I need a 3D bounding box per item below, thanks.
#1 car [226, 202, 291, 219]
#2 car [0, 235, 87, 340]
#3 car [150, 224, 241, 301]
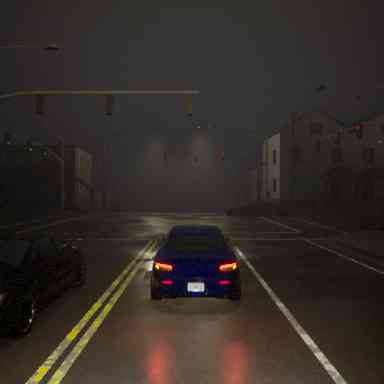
[{"bbox_3d":[5.705,1.549,28.635,5.357,1.411,2.033,0,0,15],"label":"car"},{"bbox_3d":[-3.566,1.563,6.449,1.994,1.385,4.181,0,0,0],"label":"car"},{"bbox_3d":[0.087,1.525,8.219,1.812,1.442,4.674,0,0,0],"label":"car"}]
